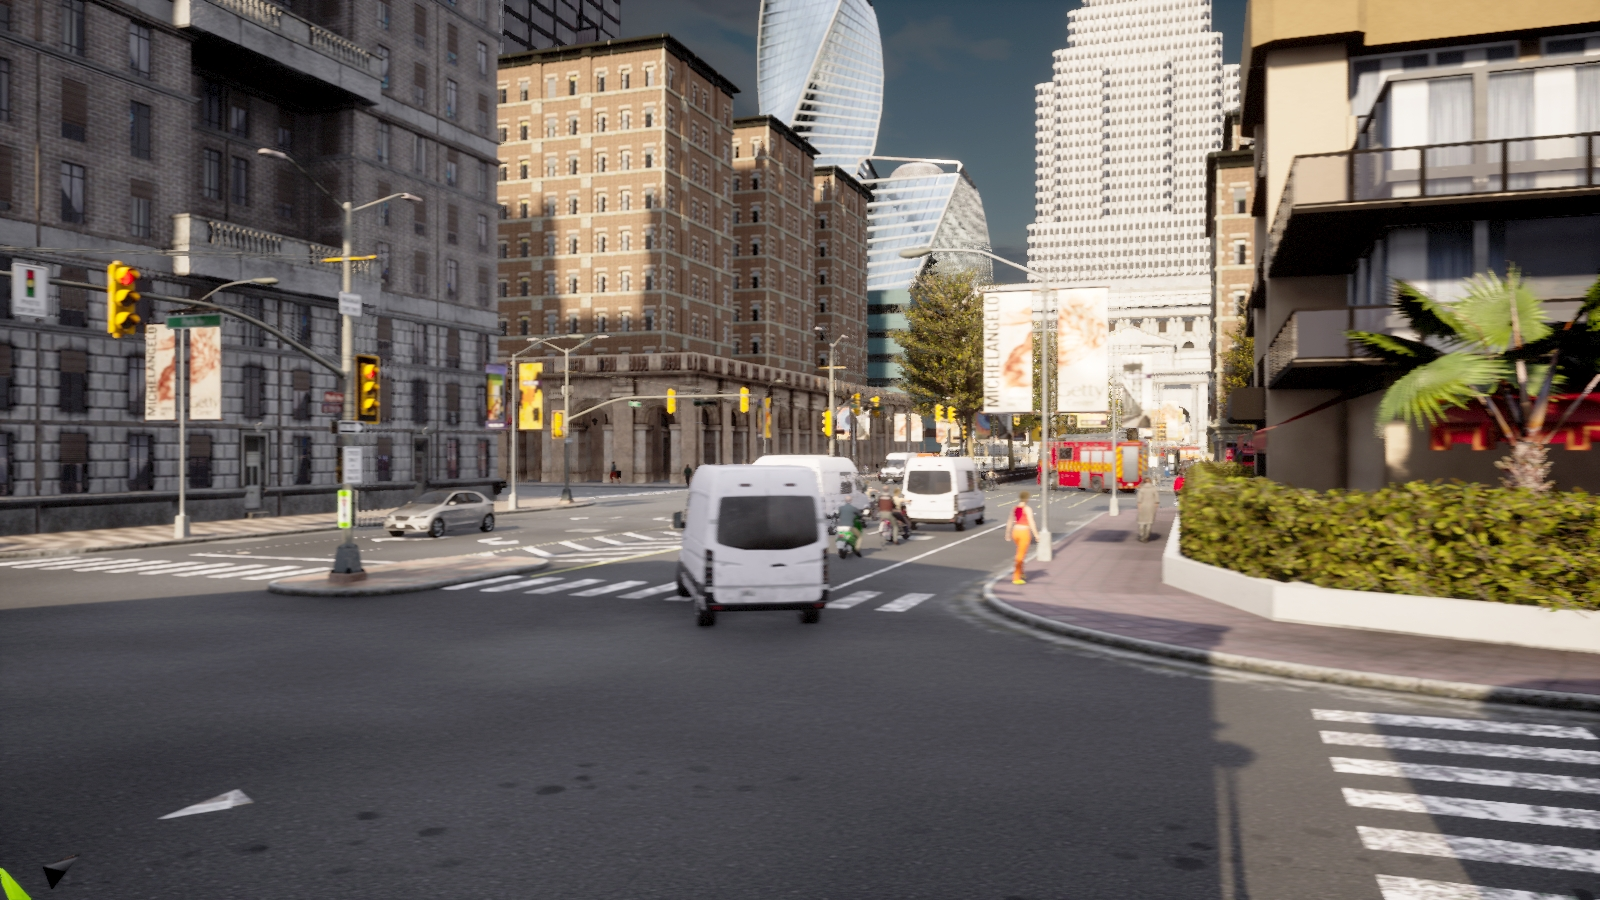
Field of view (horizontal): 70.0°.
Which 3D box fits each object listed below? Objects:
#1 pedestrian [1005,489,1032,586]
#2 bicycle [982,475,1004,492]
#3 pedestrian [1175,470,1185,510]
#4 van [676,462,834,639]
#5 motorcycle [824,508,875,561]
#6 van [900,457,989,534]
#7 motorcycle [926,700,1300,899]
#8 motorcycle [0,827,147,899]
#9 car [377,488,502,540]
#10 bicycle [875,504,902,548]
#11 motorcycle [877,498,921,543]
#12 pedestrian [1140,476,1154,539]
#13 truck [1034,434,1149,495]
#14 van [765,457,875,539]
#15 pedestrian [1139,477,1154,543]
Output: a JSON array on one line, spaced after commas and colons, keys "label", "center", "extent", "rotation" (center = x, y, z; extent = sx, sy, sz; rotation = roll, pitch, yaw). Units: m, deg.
[{"label": "pedestrian", "center": [4.277, 1.697, 22.371], "extent": [0.375, 1.860, 0.375], "rotation": [0, 0, -41]}, {"label": "bicycle", "center": [13.073, 2.256, 77.511], "extent": [0.859, 1.080, 1.487], "rotation": [-3, -2, 37]}, {"label": "pedestrian", "center": [17.819, 1.849, 53.590], "extent": [0.375, 1.860, 0.375], "rotation": [0, 0, 25]}, {"label": "van", "center": [-0.986, 1.534, 20.131], "extent": [1.988, 2.561, 5.915], "rotation": [0, 0, -10]}, {"label": "motorcycle", "center": [1.312, 2.182, 29.911], "extent": [0.856, 1.236, 1.805], "rotation": [0, 0, 19]}, {"label": "van", "center": [5.336, 1.534, 41.366], "extent": [1.988, 2.561, 5.915], "rotation": [0, 0, 19]}, {"label": "motorcycle", "center": [1.857, 2.214, 6.811], "extent": [2.033, 1.145, 0.803], "rotation": [0, -2, -19]}, {"label": "motorcycle", "center": [-3.763, 2.213, 4.647], "extent": [2.033, 1.145, 0.803], "rotation": [0, 0, 20]}, {"label": "car", "center": [-11.844, 2.065, 37.829], "extent": [1.816, 1.474, 4.193], "rotation": [0, 0, 20]}, {"label": "bicycle", "center": [2.605, 2.210, 33.514], "extent": [0.329, 1.171, 1.835], "rotation": [0, 0, 19]}, {"label": "motorcycle", "center": [3.106, 2.170, 35.618], "extent": [0.764, 1.277, 2.356], "rotation": [0, 0, 21]}, {"label": "pedestrian", "center": [10.271, 1.698, 33.825], "extent": [0.375, 1.860, 0.375], "rotation": [0, 0, 24]}, {"label": "truck", "center": [19.197, 0.890, 76.019], "extent": [2.891, 3.827, 8.468], "rotation": [0, 0, -23]}, {"label": "van", "center": [0.798, 1.534, 39.080], "extent": [1.988, 2.561, 5.915], "rotation": [0, 0, 20]}, {"label": "pedestrian", "center": [9.853, 1.696, 32.506], "extent": [0.375, 1.860, 0.375], "rotation": [0, 0, 13]}]
